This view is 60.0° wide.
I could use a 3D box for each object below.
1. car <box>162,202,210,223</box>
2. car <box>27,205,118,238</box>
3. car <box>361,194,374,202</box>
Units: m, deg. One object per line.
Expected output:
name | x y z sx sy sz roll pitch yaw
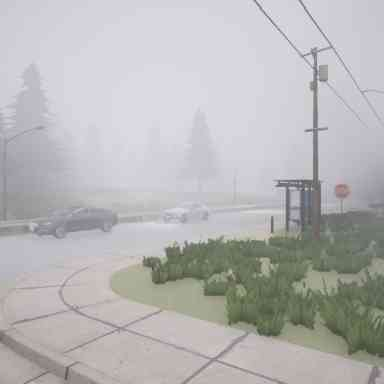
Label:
car | -0.340 1.526 25.856 1.812 1.442 4.674 0 0 36
car | -6.184 1.492 17.782 2.128 1.511 4.902 0 0 36
car | 40.389 1.355 76.486 2.097 1.767 4.553 0 0 36
